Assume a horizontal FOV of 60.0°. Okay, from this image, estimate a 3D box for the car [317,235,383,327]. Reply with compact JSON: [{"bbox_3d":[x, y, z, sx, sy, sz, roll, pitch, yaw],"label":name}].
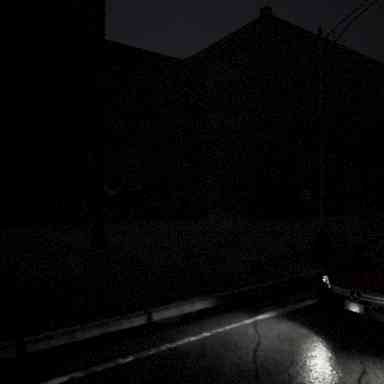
[{"bbox_3d":[4.427,1.536,6.534,4.674,1.442,1.812,0,0,-35],"label":"car"}]
